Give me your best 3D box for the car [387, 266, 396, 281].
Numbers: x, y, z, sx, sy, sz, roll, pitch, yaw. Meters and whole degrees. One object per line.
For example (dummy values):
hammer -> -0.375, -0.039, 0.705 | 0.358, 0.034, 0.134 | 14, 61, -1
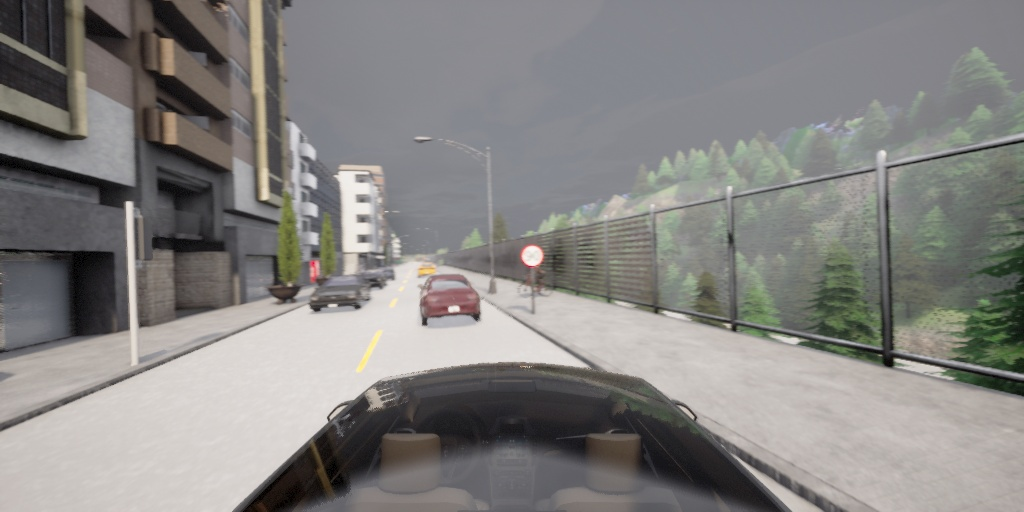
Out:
car -> -12.591, 1.740, 35.514 | 1.994, 1.385, 4.181 | -2, 0, -14

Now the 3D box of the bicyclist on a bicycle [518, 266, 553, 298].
bicyclist on a bicycle -> 1.041, 1.055, 16.046 | 1.656, 1.620, 0.582 | -1, 0, -15

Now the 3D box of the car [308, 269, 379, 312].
car -> -7.637, 1.558, 16.475 | 2.033, 1.411, 5.357 | -2, 0, -15

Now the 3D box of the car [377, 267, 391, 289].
car -> -10.066, 1.693, 25.767 | 1.895, 1.301, 4.718 | -2, 0, -14

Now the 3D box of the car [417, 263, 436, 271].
car -> -9.448, 1.541, 39.725 | 1.882, 1.535, 5.008 | -2, 0, -14

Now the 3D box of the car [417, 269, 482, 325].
car -> -2.218, 1.348, 12.324 | 1.812, 1.442, 4.674 | -2, 0, -15
